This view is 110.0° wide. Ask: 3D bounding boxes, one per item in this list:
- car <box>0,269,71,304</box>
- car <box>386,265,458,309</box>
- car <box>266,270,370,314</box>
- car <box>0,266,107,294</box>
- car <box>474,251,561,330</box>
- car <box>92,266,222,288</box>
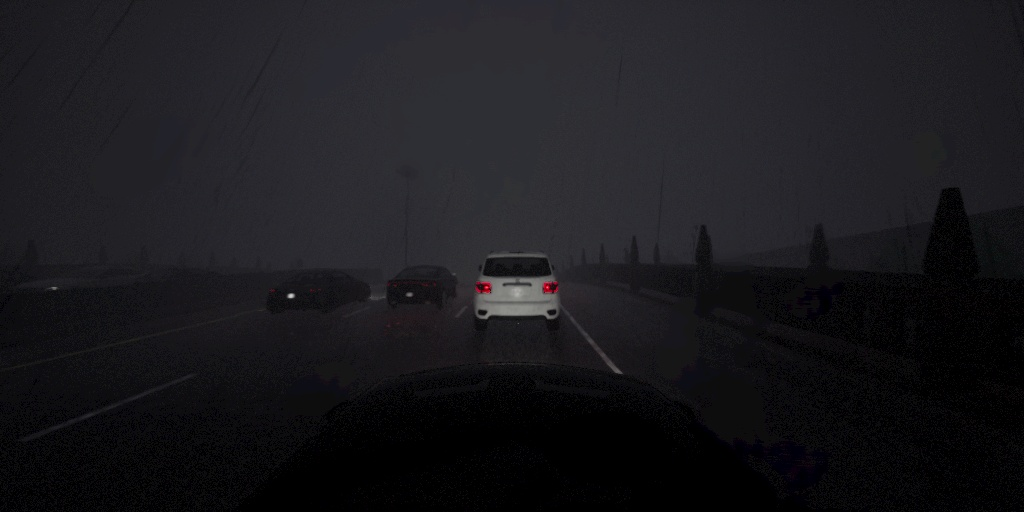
[{"bbox_3d":[-21.029,1.247,13.964,1.895,1.301,4.718,0,1,1],"label":"car"},{"bbox_3d":[-3.350,1.086,14.223,1.882,1.535,5.008,0,1,0],"label":"car"},{"bbox_3d":[-6.855,1.190,13.144,1.994,1.385,4.181,0,1,0],"label":"car"},{"bbox_3d":[-17.516,1.157,15.181,1.812,1.442,4.674,0,0,1],"label":"car"},{"bbox_3d":[0.132,0.860,10.820,2.150,2.045,5.566,0,1,0],"label":"car"},{"bbox_3d":[-14.018,1.188,14.995,1.994,1.385,4.181,0,0,1],"label":"car"}]
